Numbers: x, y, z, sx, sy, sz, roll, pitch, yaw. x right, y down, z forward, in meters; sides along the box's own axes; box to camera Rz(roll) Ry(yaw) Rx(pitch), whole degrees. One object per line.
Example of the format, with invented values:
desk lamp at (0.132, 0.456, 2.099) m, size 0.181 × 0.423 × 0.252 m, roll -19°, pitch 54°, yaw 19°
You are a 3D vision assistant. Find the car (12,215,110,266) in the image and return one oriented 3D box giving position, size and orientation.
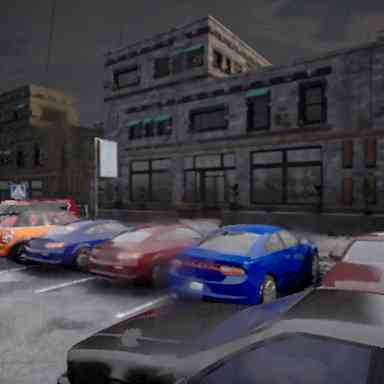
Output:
car at (-3.087, 1.602, 11.159) m, size 2.002 × 1.452 × 4.674 m, roll -1°, pitch 0°, yaw 36°

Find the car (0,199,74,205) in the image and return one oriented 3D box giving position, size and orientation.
car at (-7.486, 1.360, 14.269) m, size 2.435 × 2.045 × 5.566 m, roll -1°, pitch 0°, yaw 36°

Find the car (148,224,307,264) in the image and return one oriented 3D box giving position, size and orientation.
car at (1.505, 1.509, 7.876) m, size 2.097 × 1.535 × 5.008 m, roll -1°, pitch 0°, yaw 36°

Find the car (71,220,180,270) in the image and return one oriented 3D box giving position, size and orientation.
car at (-0.736, 1.574, 9.480) m, size 2.002 × 1.452 × 4.674 m, roll -1°, pitch 0°, yaw 36°

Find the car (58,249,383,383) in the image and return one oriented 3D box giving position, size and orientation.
car at (1.284, 1.550, 2.461) m, size 5.357 × 1.411 × 2.033 m, roll -1°, pitch 0°, yaw 36°

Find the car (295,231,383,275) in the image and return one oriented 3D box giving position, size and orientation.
car at (3.754, 1.524, 6.280) m, size 2.002 × 1.452 × 4.674 m, roll -1°, pitch 0°, yaw 36°

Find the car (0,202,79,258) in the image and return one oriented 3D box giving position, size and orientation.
car at (-5.243, 1.461, 12.663) m, size 2.185 × 1.767 × 4.553 m, roll -1°, pitch 0°, yaw 36°
